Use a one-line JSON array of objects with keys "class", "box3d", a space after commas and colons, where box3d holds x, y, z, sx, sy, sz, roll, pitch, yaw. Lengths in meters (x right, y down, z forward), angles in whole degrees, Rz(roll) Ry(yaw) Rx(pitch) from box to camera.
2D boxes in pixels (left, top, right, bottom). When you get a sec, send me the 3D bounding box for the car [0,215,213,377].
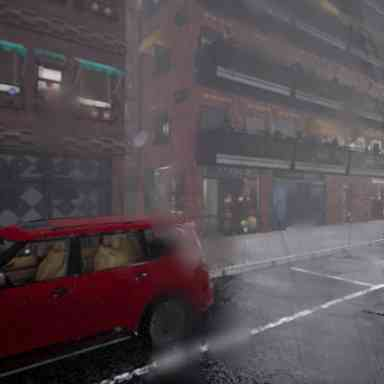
[{"class": "car", "box3d": [-1.972, 1.328, 4.678, 5.009, 1.841, 2.192, 0, 1, -36]}]
